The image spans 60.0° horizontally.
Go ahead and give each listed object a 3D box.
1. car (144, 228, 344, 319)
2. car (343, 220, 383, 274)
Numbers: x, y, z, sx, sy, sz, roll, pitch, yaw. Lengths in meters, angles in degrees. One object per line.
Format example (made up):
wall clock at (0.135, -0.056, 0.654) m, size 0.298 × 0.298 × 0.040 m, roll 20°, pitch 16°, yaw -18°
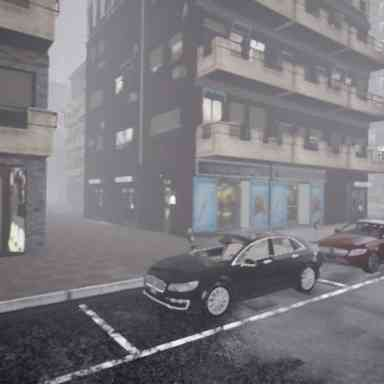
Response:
car at (1.087, 1.542, 7.278) m, size 4.403 × 1.369 × 2.008 m, roll 0°, pitch 1°, yaw -35°
car at (5.597, 1.563, 10.496) m, size 4.206 × 1.307 × 1.802 m, roll 0°, pitch 1°, yaw -35°
